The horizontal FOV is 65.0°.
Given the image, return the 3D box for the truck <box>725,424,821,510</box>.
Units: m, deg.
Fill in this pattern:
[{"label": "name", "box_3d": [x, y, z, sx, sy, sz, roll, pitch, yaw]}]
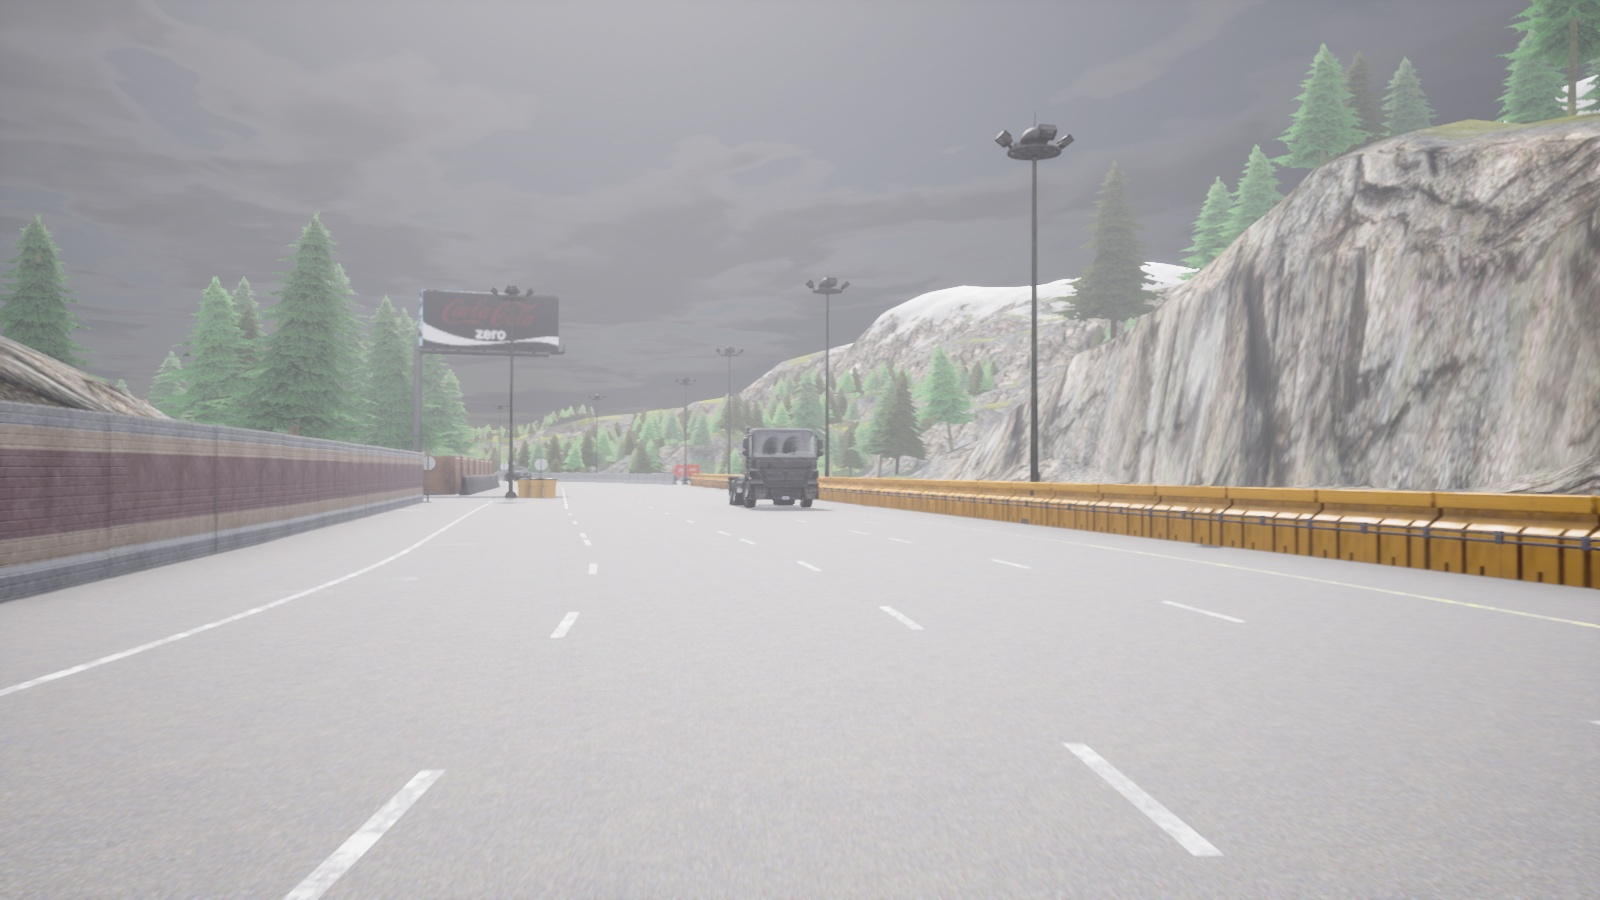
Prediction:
[{"label": "truck", "box_3d": [-1.335, 0.760, 55.050, 2.891, 3.462, 7.936, 0, -1, -11]}]
